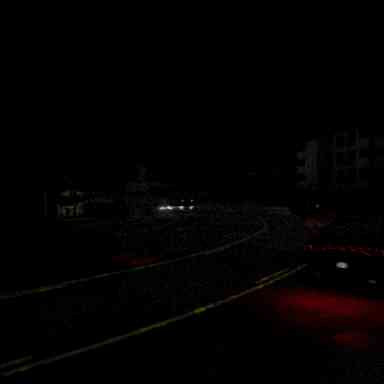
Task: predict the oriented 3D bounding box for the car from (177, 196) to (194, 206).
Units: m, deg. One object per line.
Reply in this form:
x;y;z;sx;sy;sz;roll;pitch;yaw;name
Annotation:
-1.139;1.456;56.126;2.097;1.767;4.553;-1;0;-12;car

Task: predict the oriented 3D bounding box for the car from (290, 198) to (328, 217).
10.819;1.298;31.186;2.097;1.767;4.553;-1;0;-3;car

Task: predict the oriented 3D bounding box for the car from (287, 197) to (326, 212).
13.182;1.426;38.590;2.128;1.511;4.902;-1;0;-10;car

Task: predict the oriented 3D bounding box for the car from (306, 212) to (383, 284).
4.808;1.448;9.287;1.882;1.535;5.008;0;0;37;car

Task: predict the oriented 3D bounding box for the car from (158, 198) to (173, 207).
-4.351;1.699;54.398;1.994;1.385;4.181;-1;0;-12;car

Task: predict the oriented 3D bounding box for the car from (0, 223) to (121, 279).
-4.686;1.612;9.217;5.357;1.411;2.033;0;0;-41;car
